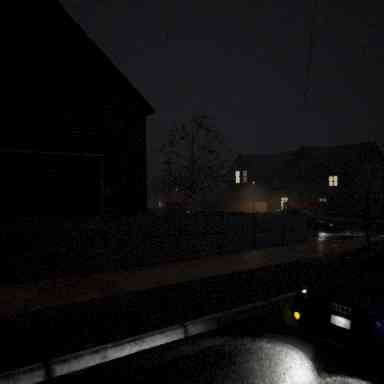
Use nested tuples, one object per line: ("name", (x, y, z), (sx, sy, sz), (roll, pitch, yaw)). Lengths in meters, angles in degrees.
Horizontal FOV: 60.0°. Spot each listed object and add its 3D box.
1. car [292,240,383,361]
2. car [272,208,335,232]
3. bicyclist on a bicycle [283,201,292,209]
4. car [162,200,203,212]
("car", (3.623, 1.563, 5.628), (4.181, 1.385, 1.994), (0, 0, -35))
("car", (7.357, 1.846, 22.712), (1.812, 1.442, 4.674), (-1, -1, -36))
("bicyclist on a bicycle", (8.838, 1.667, 30.682), (1.656, 1.620, 0.582), (-1, 0, -36))
("car", (-1.056, 1.882, 34.455), (2.150, 2.045, 5.566), (-1, -1, -35))
